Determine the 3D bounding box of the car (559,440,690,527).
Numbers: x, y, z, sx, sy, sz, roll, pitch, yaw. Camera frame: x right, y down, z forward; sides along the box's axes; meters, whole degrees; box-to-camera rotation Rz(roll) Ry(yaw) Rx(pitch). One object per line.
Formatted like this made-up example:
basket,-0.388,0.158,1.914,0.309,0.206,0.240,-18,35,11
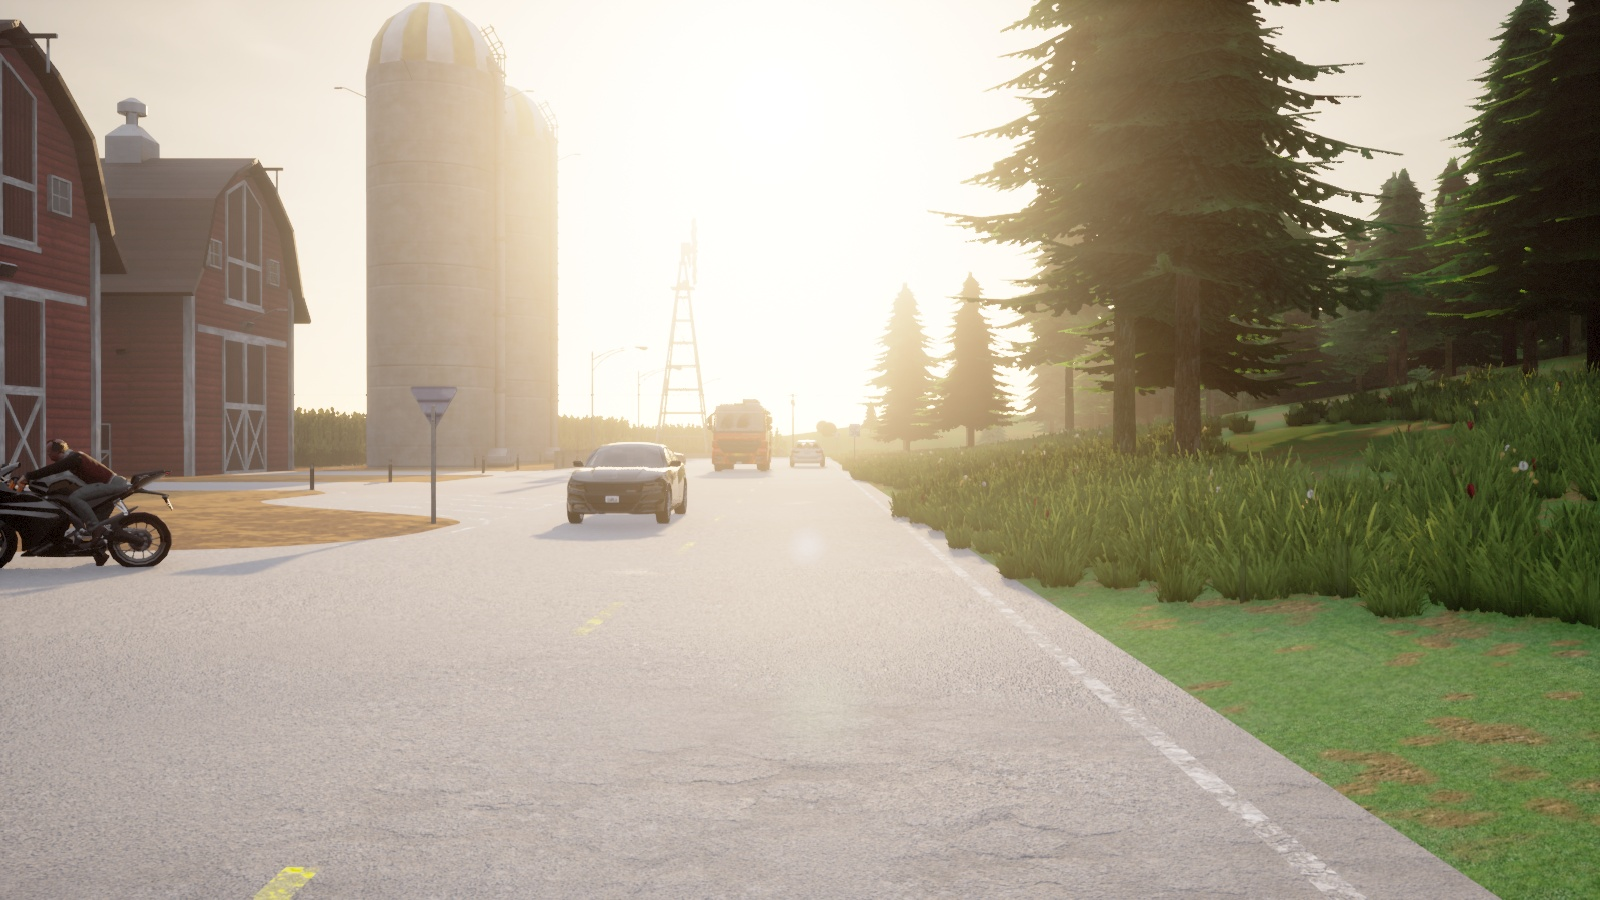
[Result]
car,-3.344,0.581,24.912,1.882,1.535,5.008,0,0,0

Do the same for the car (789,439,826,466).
car,0.467,0.140,79.879,2.242,1.667,4.611,0,0,0

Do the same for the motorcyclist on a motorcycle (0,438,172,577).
motorcyclist on a motorcycle,-8.484,0.639,14.469,2.191,1.530,0.866,1,0,-26

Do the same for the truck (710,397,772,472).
truck,-3.099,-0.806,68.157,2.891,3.827,8.468,0,0,0
